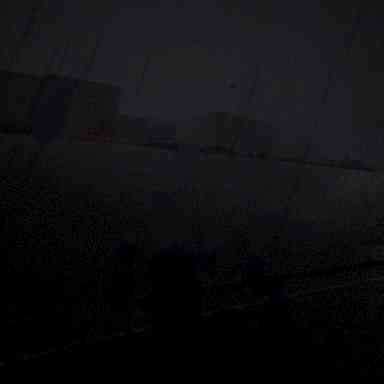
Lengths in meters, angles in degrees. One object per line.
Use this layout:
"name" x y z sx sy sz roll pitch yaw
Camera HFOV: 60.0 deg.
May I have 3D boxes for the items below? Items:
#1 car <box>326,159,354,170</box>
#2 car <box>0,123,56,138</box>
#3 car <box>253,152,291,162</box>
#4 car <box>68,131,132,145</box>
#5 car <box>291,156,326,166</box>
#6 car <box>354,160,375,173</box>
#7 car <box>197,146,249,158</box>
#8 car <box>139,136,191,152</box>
"car" 16.844 -3.065 40.107 4.553 1.767 2.185 3 -1 -33
"car" -12.163 -4.071 23.669 4.674 1.452 2.002 2 -1 -25
"car" 7.469 -3.302 34.247 4.674 1.452 2.002 2 -1 -30
"car" -7.197 -3.920 26.139 5.008 1.535 2.097 2 -1 -26
"car" 12.097 -3.153 37.067 4.892 1.521 2.231 2 -1 -31
"car" 21.513 -2.956 43.218 5.566 2.045 2.435 3 -1 -34
"car" 2.698 -3.503 31.480 4.792 1.488 2.163 2 -1 -29
"car" -2.304 -3.855 28.705 4.553 1.767 2.185 2 -1 -28
